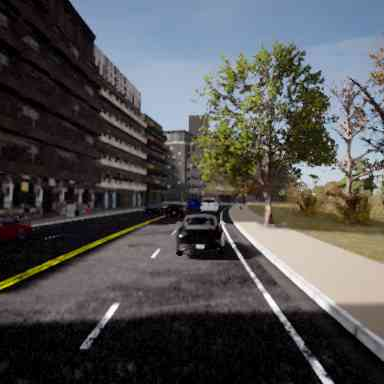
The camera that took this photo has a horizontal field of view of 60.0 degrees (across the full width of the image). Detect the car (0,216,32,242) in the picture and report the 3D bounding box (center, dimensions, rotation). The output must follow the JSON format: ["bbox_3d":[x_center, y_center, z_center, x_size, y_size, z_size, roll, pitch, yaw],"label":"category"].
[{"bbox_3d":[-9.548,1.805,15.516,1.895,1.301,4.718,0,-1,2],"label":"car"}]

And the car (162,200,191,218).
[{"bbox_3d":[-1.602,1.969,36.066,1.882,1.535,5.008,0,-1,5],"label":"car"}]

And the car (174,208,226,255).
[{"bbox_3d":[0.373,1.694,14.261,1.837,1.490,4.892,0,0,2],"label":"car"}]

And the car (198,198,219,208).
[{"bbox_3d":[2.353,1.821,43.501,2.150,2.045,5.566,0,-1,6],"label":"car"}]

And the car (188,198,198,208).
[{"bbox_3d":[0.469,2.009,55.504,2.150,2.045,5.566,0,-1,9],"label":"car"}]

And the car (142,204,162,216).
[{"bbox_3d":[-4.643,2.113,40.068,1.994,1.385,4.181,0,-1,6],"label":"car"}]
